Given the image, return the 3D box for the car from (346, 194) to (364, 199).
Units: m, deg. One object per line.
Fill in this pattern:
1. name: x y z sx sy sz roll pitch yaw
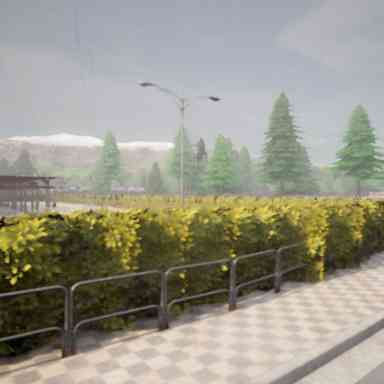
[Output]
1. car: 36.382 1.685 73.045 2.128 1.511 4.902 0 0 5

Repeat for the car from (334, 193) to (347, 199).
1. car: 37.267 1.332 83.394 2.150 2.045 5.566 0 0 5
